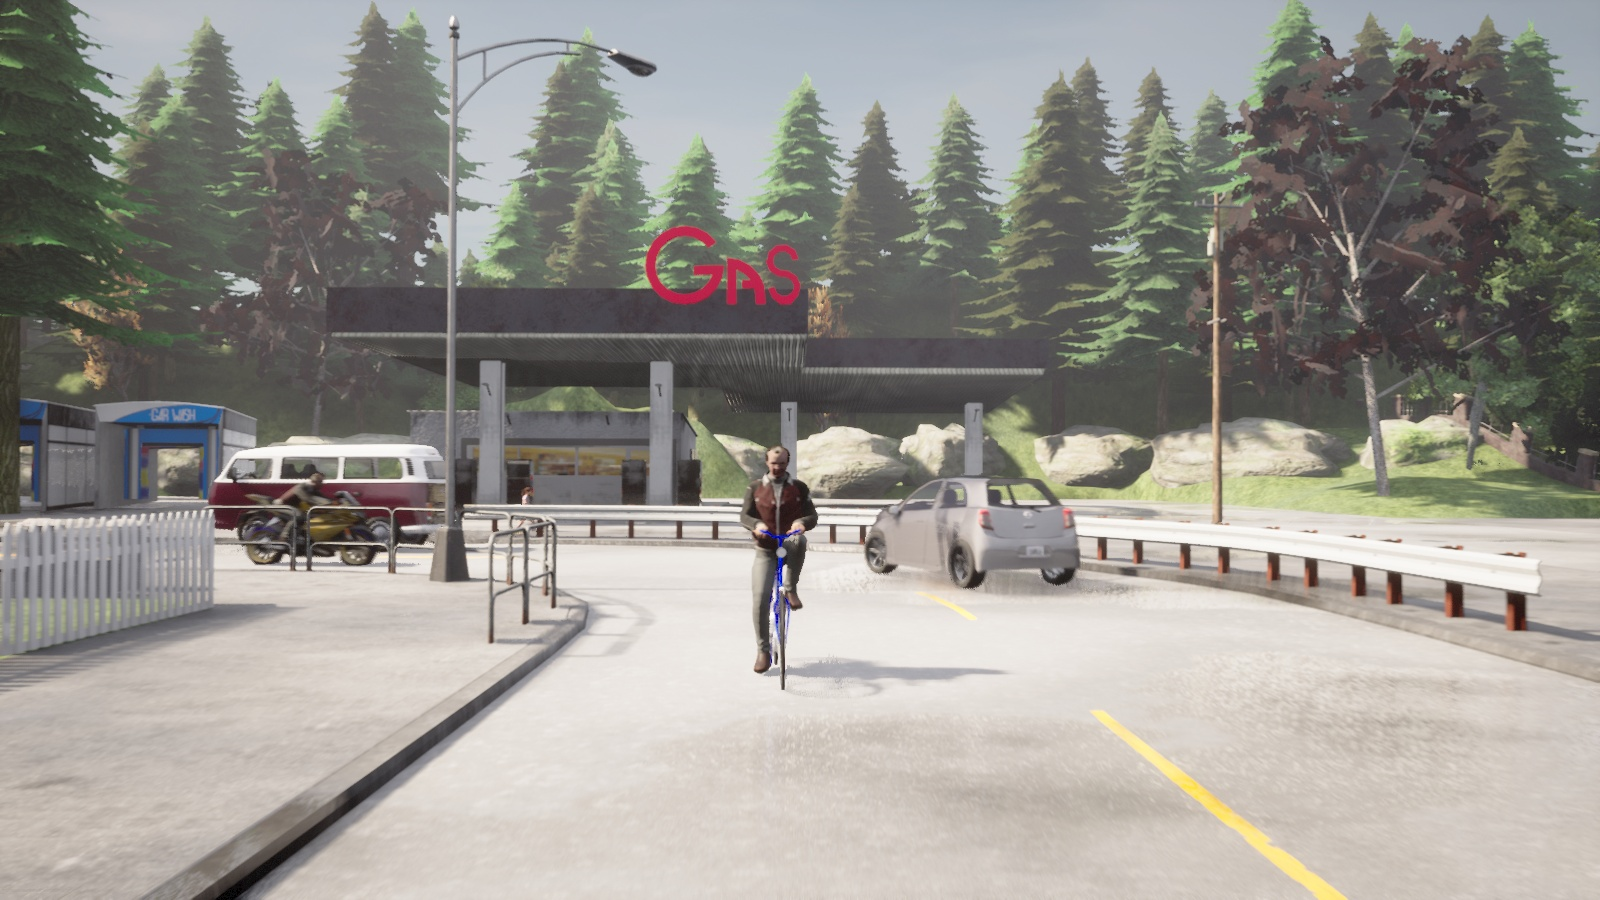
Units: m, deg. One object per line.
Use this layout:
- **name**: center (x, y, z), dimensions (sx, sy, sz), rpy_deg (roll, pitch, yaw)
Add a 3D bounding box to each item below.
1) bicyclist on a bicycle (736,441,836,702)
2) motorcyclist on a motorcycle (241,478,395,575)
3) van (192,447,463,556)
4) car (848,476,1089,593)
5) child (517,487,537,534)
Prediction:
- **bicyclist on a bicycle**: center (-0.142, 0.846, 9.504), dimensions (0.659, 1.776, 1.843), rpy_deg (0, -1, -3)
- **motorcyclist on a motorcycle**: center (-7.833, 1.227, 20.459), dimensions (2.191, 1.530, 0.866), rpy_deg (0, 0, 5)
- **van**: center (-9.131, 0.988, 24.510), dimensions (4.480, 2.038, 2.069), rpy_deg (0, -1, 5)
- **car**: center (2.318, 1.128, 18.193), dimensions (1.845, 1.501, 3.633), rpy_deg (0, -1, -24)
- **child**: center (-6.488, 1.432, 29.871), dimensions (0.394, 1.110, 0.255), rpy_deg (0, -1, 9)
